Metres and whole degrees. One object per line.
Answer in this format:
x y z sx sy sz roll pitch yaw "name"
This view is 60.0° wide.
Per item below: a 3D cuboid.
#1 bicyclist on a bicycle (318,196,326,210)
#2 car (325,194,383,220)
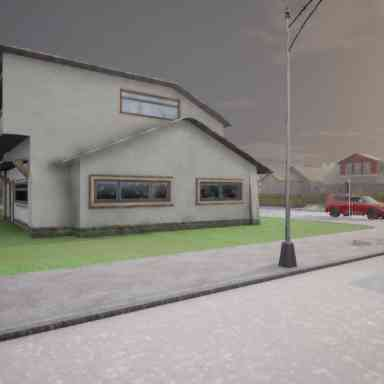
15.762 1.349 40.277 1.656 1.620 0.582 0 0 -35 "bicyclist on a bicycle"
14.059 1.221 28.120 2.150 2.045 5.566 0 0 -35 "car"
